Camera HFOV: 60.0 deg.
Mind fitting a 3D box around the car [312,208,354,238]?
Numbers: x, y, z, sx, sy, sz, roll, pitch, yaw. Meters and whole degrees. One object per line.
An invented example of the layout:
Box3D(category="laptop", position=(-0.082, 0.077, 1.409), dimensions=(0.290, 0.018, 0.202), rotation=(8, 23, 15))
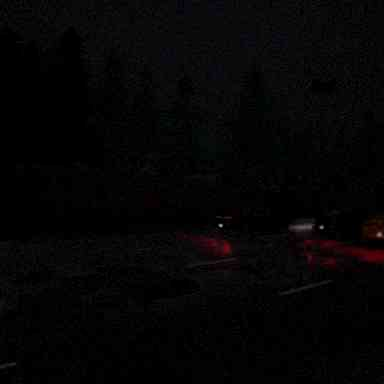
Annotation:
Box3D(category="car", position=(8.539, 1.632, 18.430), dimensions=(4.674, 1.442, 1.812), rotation=(0, 0, -35))

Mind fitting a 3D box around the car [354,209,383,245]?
Box3D(category="car", position=(9.607, 1.577, 14.895), dimensions=(5.008, 1.535, 1.882), rotation=(0, 0, -35))

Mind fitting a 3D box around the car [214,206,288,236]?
Box3D(category="car", position=(3.510, 1.576, 19.144), dimensions=(4.902, 1.511, 2.128), rotation=(0, 0, -35))
